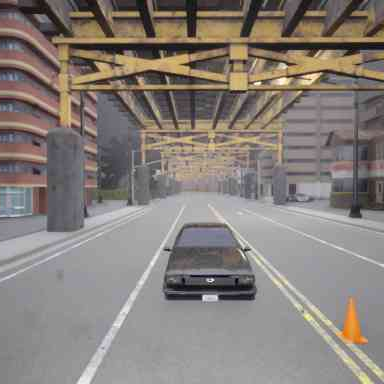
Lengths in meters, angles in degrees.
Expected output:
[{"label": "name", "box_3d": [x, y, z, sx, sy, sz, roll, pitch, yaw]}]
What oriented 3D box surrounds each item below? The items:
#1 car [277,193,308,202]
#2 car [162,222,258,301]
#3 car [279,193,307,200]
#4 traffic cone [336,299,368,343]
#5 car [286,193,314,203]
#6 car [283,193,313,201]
[{"label": "car", "box_3d": [17.831, 0.959, 58.984, 4.974, 1.542, 2.038, 0, 1, 25]}, {"label": "car", "box_3d": [0.364, 1.533, 8.719, 2.033, 1.411, 5.357, 0, 0, 1]}, {"label": "car", "box_3d": [17.878, 0.801, 58.960, 4.536, 1.218, 1.853, 0, 1, 25]}, {"label": "traffic cone", "box_3d": [2.455, 1.949, 5.111, 0.340, 0.580, 0.340, 0, 0, 0]}, {"label": "car", "box_3d": [17.482, 1.006, 54.827, 4.974, 1.542, 2.038, 0, 1, -20]}, {"label": "car", "box_3d": [17.531, 0.848, 54.843, 4.536, 1.218, 1.853, 0, 1, -20]}]
